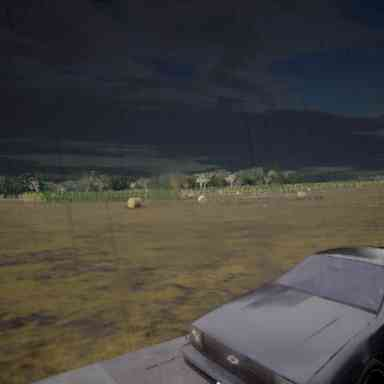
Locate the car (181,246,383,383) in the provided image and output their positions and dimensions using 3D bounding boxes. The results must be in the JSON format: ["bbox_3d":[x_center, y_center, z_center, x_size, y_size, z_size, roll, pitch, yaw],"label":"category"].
[{"bbox_3d":[2.494,1.548,4.754,5.357,1.411,2.033,0,0,-36],"label":"car"}]
